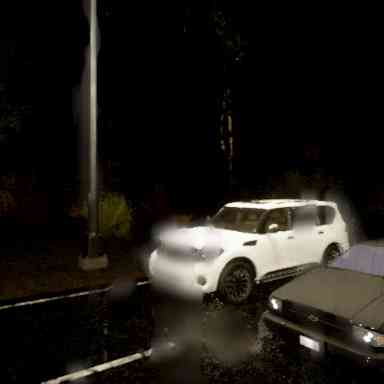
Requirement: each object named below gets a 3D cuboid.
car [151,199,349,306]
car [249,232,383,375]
[{"bbox_3d":[1.735,1.231,8.415,5.566,2.045,2.150,0,0,-35],"label":"car"},{"bbox_3d":[3.681,1.560,5.811,5.357,1.411,2.033,0,0,-35],"label":"car"}]
